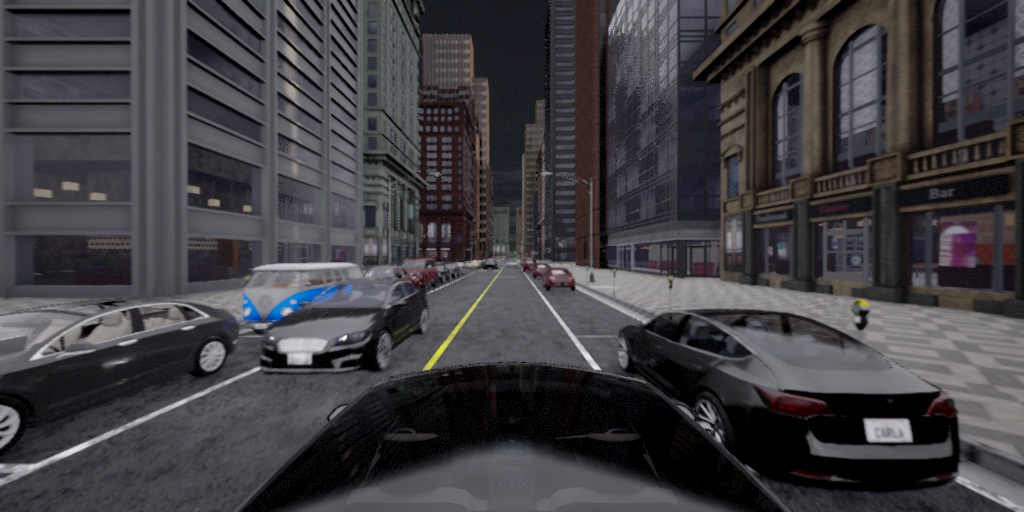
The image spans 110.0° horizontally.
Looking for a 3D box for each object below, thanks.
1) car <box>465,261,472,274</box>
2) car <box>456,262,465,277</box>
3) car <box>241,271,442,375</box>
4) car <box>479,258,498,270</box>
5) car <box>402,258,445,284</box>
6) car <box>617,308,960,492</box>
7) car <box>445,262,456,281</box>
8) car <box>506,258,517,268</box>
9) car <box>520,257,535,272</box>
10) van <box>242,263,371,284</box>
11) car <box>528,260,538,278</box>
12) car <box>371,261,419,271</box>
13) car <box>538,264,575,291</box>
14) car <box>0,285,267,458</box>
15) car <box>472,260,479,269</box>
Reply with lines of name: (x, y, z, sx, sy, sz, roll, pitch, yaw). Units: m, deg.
car: (-5.775, 1.304, 38.518, 2.007, 1.370, 4.403, 0, 0, 0)
car: (-5.773, 1.318, 32.882, 1.948, 1.339, 4.313, 0, 0, 0)
car: (-3.102, 1.241, 7.692, 2.128, 1.511, 4.902, 0, 0, 0)
car: (-3.075, 1.112, 51.614, 2.097, 1.767, 4.553, 0, 0, 0)
car: (-5.770, 1.065, 21.609, 2.192, 1.841, 5.009, 0, 0, 0)
car: (2.761, 1.316, 4.708, 1.948, 1.339, 4.313, 0, 0, 0)
car: (-5.771, 1.317, 27.245, 1.948, 1.339, 4.313, 0, 0, 0)
car: (-0.020, 1.372, 63.489, 1.895, 1.301, 4.718, 0, 0, 0)
car: (2.346, 1.235, 45.415, 1.882, 1.535, 5.008, 0, 0, 0)
van: (-5.766, 1.091, 10.335, 1.690, 1.789, 3.998, 0, 0, 0)
car: (2.752, 1.334, 32.890, 1.802, 1.307, 4.207, 0, 0, 0)
car: (-5.768, 1.190, 15.971, 1.967, 1.591, 4.097, 0, 0, 0)
car: (2.755, 1.333, 21.617, 1.802, 1.307, 4.207, 0, 0, 0)
car: (-5.764, 1.300, 4.698, 2.007, 1.370, 4.403, 0, 0, 0)
car: (-5.780, 1.288, 55.258, 1.751, 1.417, 4.829, 0, 0, 0)
